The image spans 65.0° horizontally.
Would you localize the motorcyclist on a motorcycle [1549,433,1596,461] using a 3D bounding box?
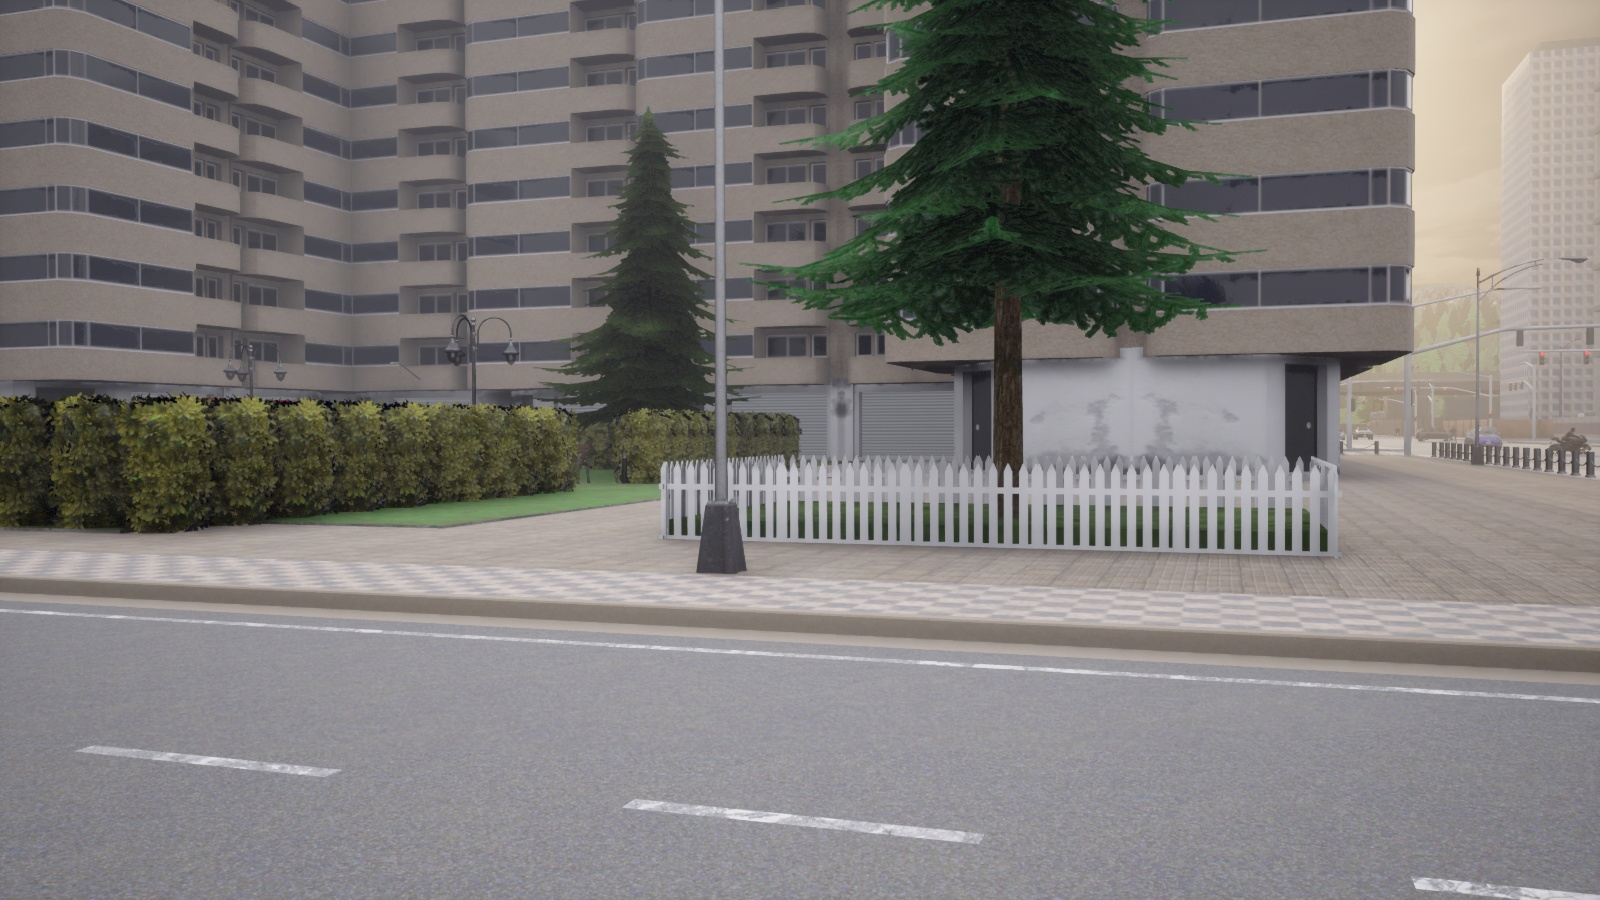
[{"bbox_3d":[42.158,-0.161,68.573,2.044,1.523,0.797,1,1,17],"label":"motorcyclist on a motorcycle"}]
